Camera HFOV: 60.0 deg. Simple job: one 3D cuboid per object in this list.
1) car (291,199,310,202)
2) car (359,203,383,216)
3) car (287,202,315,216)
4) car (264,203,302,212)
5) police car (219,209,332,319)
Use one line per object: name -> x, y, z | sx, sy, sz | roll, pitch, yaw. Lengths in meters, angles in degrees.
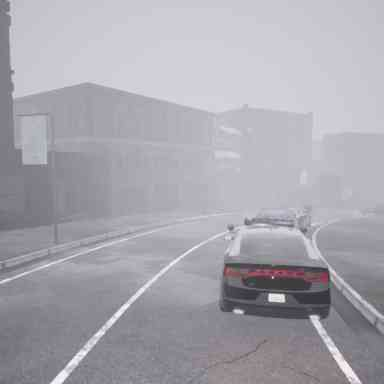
car -> 11.417, 1.559, 35.439 | 2.128, 1.511, 4.902 | 4, 2, 44
car -> 22.481, 2.104, 40.376 | 5.357, 1.411, 2.033 | 2, 3, -32
car -> 6.619, 1.612, 21.847 | 1.812, 1.442, 4.674 | 2, 1, 28
car -> 4.259, 1.520, 16.678 | 1.882, 1.535, 5.008 | 2, 0, 21
police car -> 1.745, 1.433, 7.663 | 1.930, 1.638, 5.238 | 1, 0, 10
